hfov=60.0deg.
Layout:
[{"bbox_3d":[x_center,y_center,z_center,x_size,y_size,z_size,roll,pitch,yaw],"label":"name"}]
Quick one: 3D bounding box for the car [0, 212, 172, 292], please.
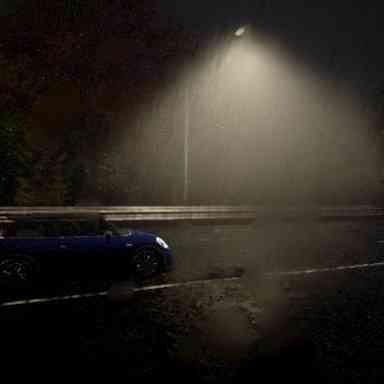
[{"bbox_3d":[-2.842,1.344,8.904,4.553,1.767,2.097,1,0,-24],"label":"car"}]
